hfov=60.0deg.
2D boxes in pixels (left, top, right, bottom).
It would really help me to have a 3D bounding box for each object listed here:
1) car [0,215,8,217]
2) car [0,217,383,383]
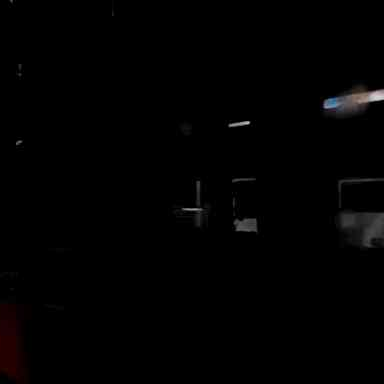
[{"bbox_3d":[-5.239,1.335,6.783,5.009,1.841,2.192,0,-1,36],"label":"car"},{"bbox_3d":[-0.594,1.321,3.480,5.009,1.841,2.192,0,-1,36],"label":"car"}]
